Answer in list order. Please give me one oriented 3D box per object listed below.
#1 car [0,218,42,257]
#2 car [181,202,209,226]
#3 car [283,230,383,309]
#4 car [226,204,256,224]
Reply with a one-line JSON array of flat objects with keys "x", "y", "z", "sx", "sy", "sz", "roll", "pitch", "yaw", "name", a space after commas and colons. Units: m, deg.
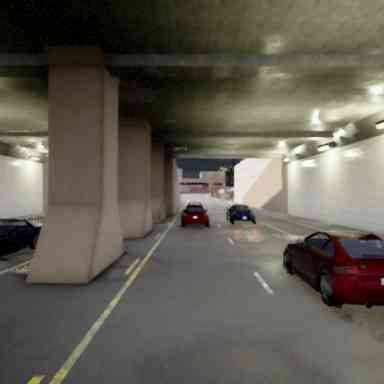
[{"x": -7.042, "y": 1.638, "z": 11.822, "sx": 1.895, "sy": 1.301, "sz": 4.718, "roll": 0, "pitch": 0, "yaw": 0, "name": "car"}, {"x": 0.227, "y": 1.685, "z": 24.431, "sx": 1.994, "sy": 1.385, "sz": 4.181, "roll": 0, "pitch": 0, "yaw": 0, "name": "car"}, {"x": 3.635, "y": 1.615, "z": 8.072, "sx": 1.994, "sy": 1.385, "sz": 4.181, "roll": 0, "pitch": 0, "yaw": 0, "name": "car"}, {"x": 3.740, "y": 1.664, "z": 25.823, "sx": 1.812, "sy": 1.442, "sz": 4.674, "roll": 0, "pitch": 0, "yaw": 0, "name": "car"}]
